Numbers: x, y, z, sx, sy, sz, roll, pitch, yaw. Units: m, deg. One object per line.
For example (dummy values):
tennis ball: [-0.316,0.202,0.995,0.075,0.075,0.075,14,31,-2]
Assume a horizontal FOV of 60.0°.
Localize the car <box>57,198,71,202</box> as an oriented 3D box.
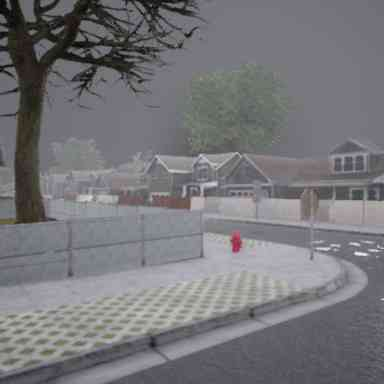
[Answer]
car: [-18.365,1.572,47.119,1.812,1.442,4.674,0,0,-36]
